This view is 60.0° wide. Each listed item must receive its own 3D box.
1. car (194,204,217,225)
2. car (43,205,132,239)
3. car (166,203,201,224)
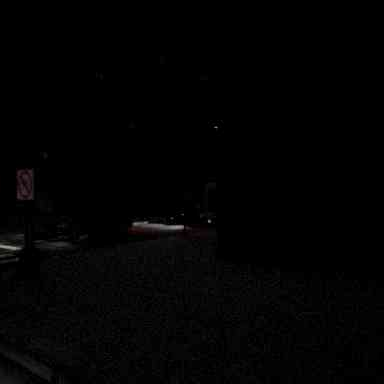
[{"bbox_3d":[2.446,1.645,23.808,1.895,1.301,4.718,0,0,36],"label":"car"},{"bbox_3d":[-5.424,1.516,17.866,1.882,1.535,5.008,0,0,35],"label":"car"},{"bbox_3d":[-0.045,1.582,25.417,1.812,1.442,4.674,0,0,35],"label":"car"}]
